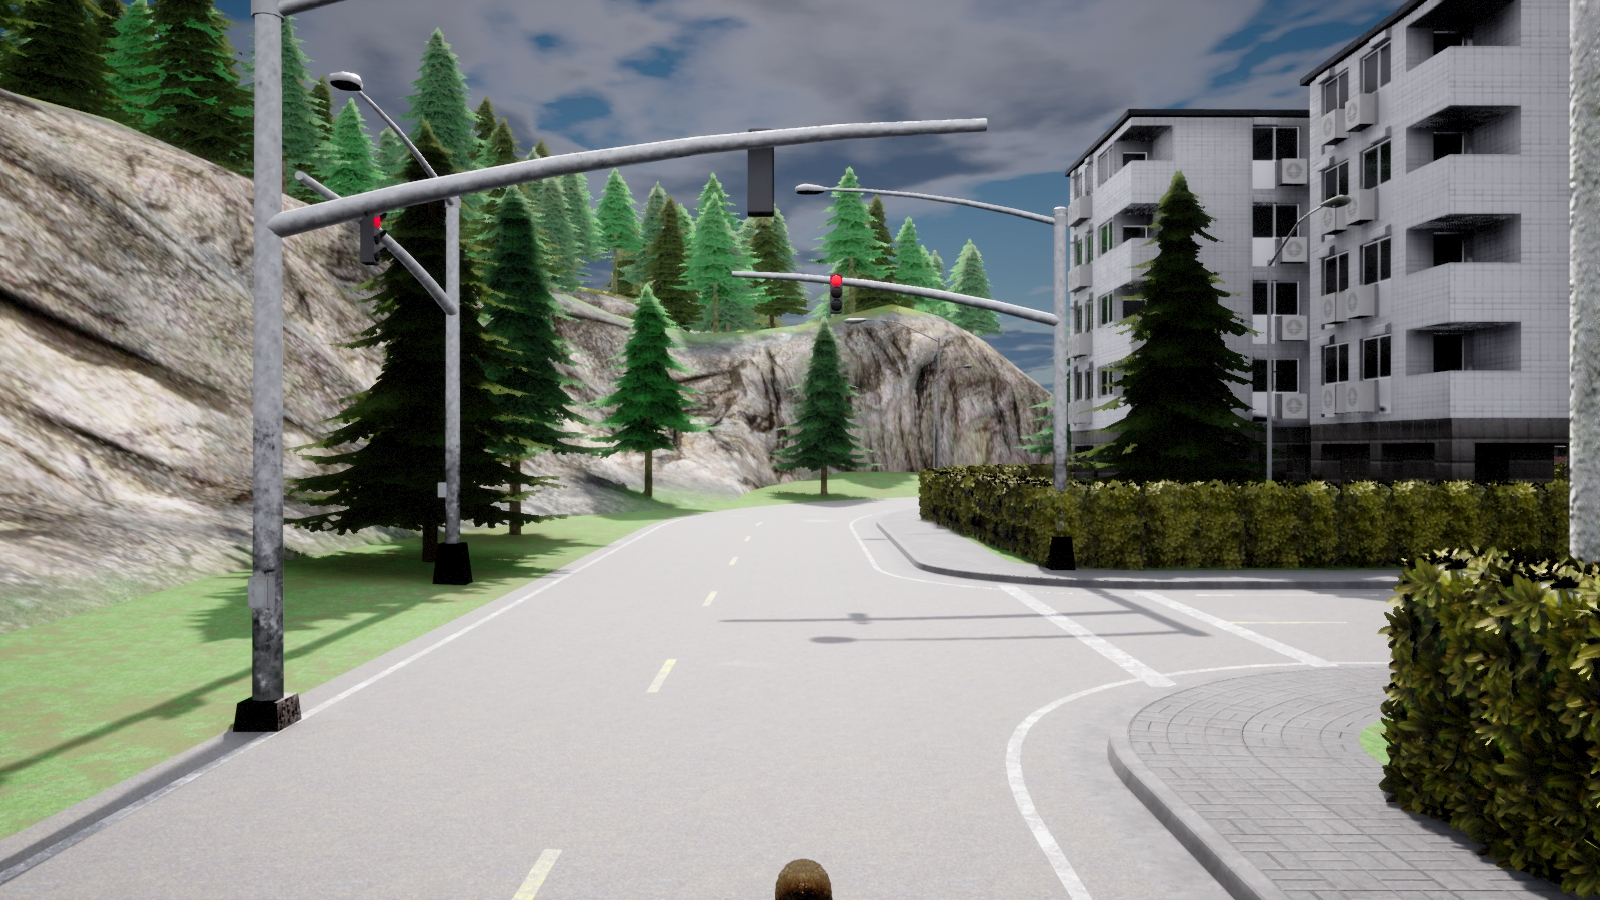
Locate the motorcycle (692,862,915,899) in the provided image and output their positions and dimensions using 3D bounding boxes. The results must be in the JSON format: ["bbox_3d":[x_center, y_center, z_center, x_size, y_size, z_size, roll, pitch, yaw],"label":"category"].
[{"bbox_3d":[0.010,2.193,3.477,0.803,1.145,2.033,0,0,0],"label":"motorcycle"}]
